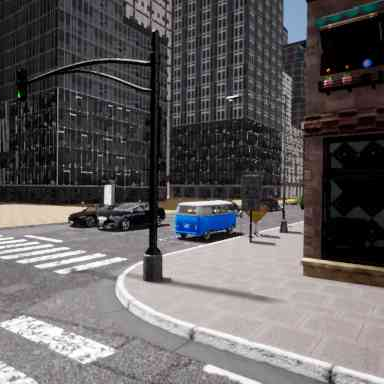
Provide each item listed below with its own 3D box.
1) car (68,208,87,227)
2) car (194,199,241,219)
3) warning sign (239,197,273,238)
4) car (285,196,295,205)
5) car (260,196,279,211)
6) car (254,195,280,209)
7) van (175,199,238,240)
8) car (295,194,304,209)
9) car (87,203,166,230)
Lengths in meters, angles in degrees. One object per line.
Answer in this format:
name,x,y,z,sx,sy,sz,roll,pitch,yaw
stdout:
car,-6.005,1.467,21.893,1.947,1.339,4.313,1,1,35
car,2.356,1.424,29.168,1.837,1.490,4.892,1,1,36
warning sign,3.106,1.177,16.135,1.300,1.860,1.060,1,1,35
car,16.356,1.364,53.305,1.752,1.417,4.829,1,1,35
car,8.341,1.428,37.566,1.812,1.442,4.674,1,1,36
car,10.038,1.293,44.428,1.967,1.590,4.097,1,1,35
van,0.825,1.368,17.030,1.690,1.788,3.998,1,1,35
car,15.417,1.159,42.100,2.150,2.045,5.566,1,1,36
car,-3.668,1.431,20.709,2.128,1.511,4.902,1,1,35
